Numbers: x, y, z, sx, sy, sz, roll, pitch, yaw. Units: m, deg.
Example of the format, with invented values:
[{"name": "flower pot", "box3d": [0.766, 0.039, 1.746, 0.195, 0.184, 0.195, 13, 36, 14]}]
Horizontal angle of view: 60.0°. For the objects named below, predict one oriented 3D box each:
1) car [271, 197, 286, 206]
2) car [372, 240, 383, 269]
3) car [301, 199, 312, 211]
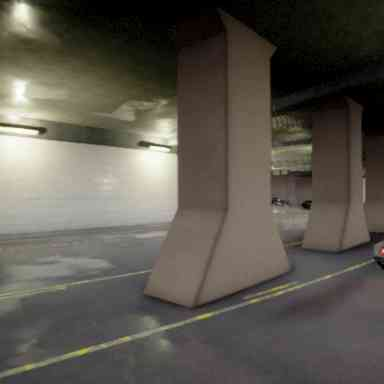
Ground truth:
[{"name": "car", "box3d": [16.153, 1.668, 64.888, 2.097, 1.767, 4.553, 0, 0, -25]}, {"name": "car", "box3d": [7.329, 1.668, 10.202, 4.718, 1.301, 1.895, 0, -1, -43]}, {"name": "car", "box3d": [16.667, 1.828, 46.540, 1.837, 1.490, 4.892, 0, -1, 5]}]
